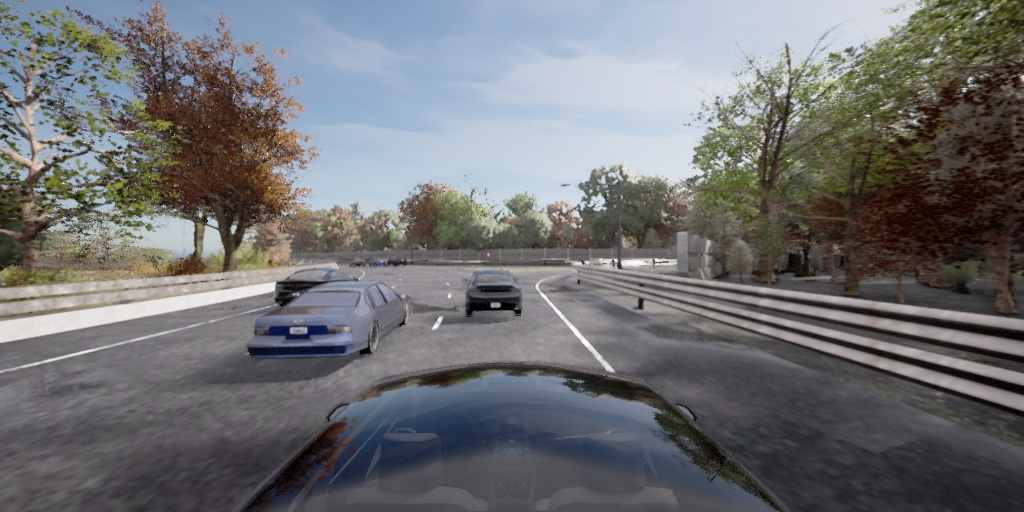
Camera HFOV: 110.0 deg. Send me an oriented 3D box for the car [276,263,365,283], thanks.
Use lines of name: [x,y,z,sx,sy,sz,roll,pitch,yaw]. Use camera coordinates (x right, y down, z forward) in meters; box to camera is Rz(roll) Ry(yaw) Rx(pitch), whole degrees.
car: [-8.060,1.234,15.298,1.882,1.535,5.008,0,0,-7]

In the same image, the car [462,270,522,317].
car: [-0.771,1.241,13.242,1.837,1.490,4.892,0,0,-7]

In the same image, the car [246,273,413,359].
car: [-3.779,1.300,8.540,2.033,1.411,5.357,0,0,-4]
